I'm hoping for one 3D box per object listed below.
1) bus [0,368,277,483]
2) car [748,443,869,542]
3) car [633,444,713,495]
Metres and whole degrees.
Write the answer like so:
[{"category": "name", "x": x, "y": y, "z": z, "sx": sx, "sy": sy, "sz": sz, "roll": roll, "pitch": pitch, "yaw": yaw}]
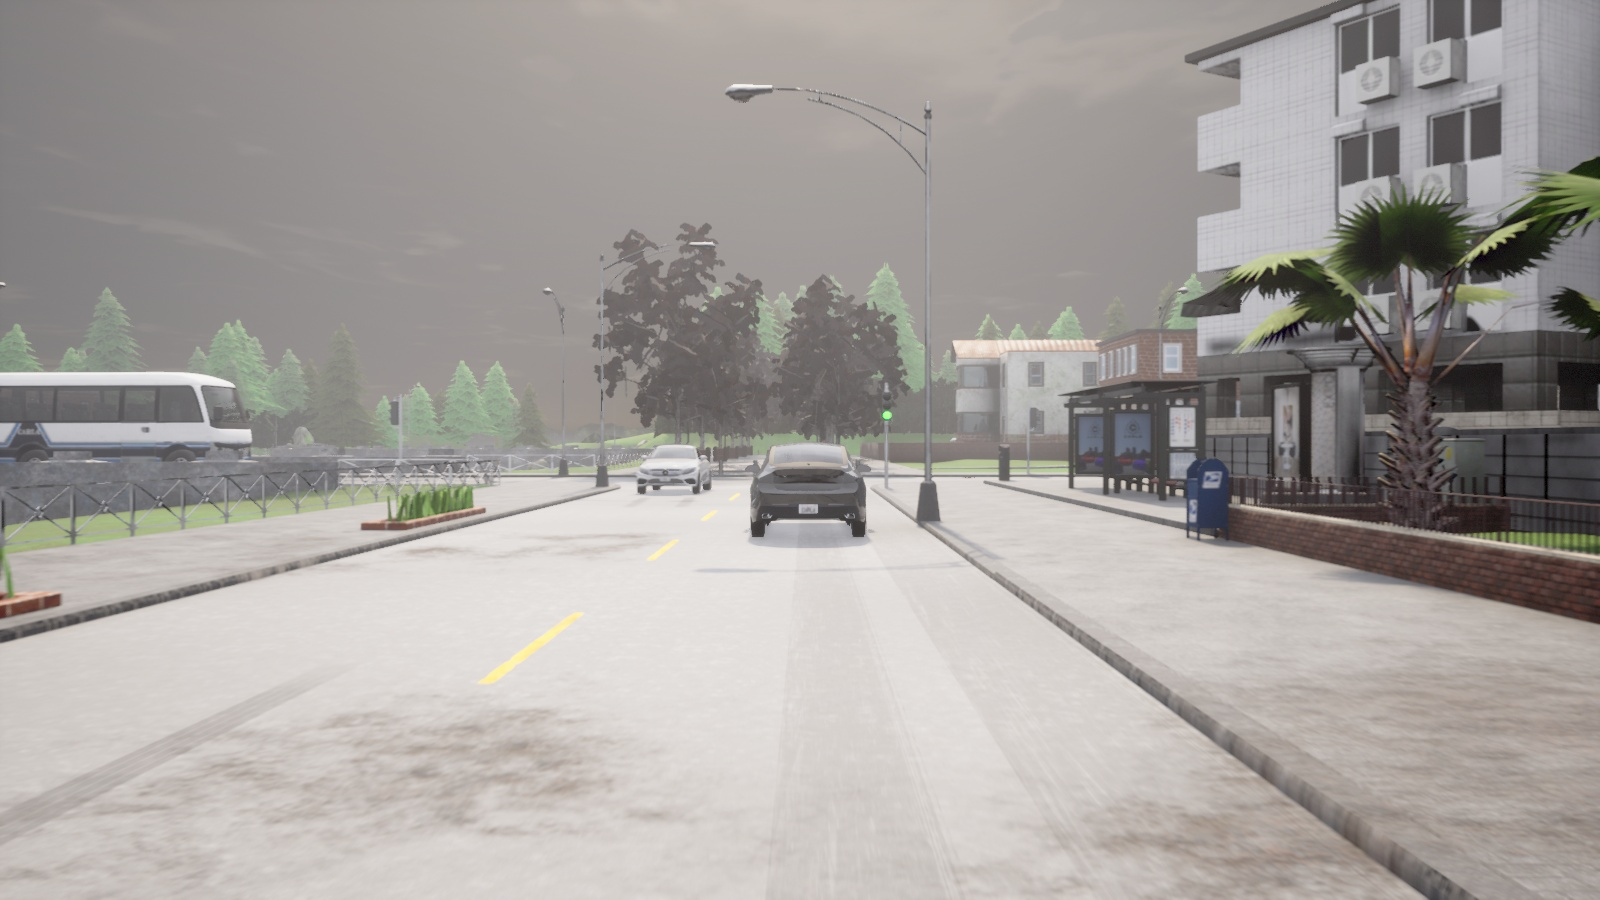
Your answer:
[{"category": "bus", "x": -26.216, "y": -0.925, "z": 48.652, "sx": 10.273, "sy": 4.253, "sz": 3.944, "roll": 0, "pitch": 0, "yaw": 2}, {"category": "car", "x": 0.139, "y": 0.631, "z": 21.444, "sx": 1.837, "sy": 1.490, "sz": 4.892, "roll": 0, "pitch": 0, "yaw": 0}, {"category": "car", "x": -3.779, "y": 0.555, "z": 38.042, "sx": 1.812, "sy": 1.442, "sz": 4.674, "roll": 0, "pitch": 0, "yaw": 2}]
